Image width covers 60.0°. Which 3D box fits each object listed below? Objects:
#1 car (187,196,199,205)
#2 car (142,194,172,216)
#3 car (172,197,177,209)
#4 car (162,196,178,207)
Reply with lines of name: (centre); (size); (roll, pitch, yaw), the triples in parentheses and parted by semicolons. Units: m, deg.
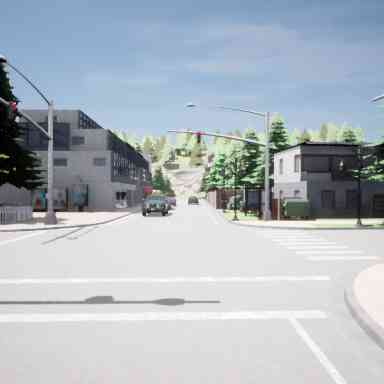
car: (0.239, 1.505, 59.528); (1.837, 1.490, 4.892); (0, 0, 0)
car: (-3.525, 1.221, 32.674); (2.150, 2.045, 5.566); (0, 0, 0)
car: (-3.499, 1.492, 42.724); (2.128, 1.511, 4.902); (0, 0, 0)
car: (-3.459, 1.492, 52.992); (2.128, 1.511, 4.902); (0, 0, 0)
